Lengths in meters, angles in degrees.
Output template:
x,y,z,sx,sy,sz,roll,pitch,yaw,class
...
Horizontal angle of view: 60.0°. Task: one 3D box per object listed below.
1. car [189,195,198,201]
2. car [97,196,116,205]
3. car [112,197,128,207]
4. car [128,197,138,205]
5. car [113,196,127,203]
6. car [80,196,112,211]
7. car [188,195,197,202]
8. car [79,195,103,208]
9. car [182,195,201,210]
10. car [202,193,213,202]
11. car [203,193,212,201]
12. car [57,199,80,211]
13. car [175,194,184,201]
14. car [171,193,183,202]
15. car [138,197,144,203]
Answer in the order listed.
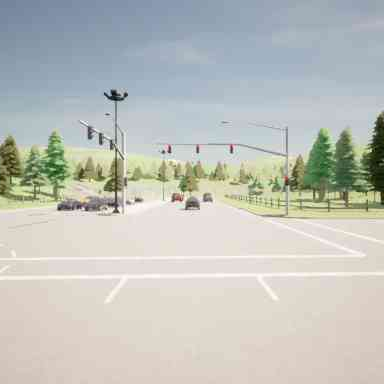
x,y,z,sx,sy,sz,roll,pitch,yaw,class
0.375,1.466,84.421,2.128,1.511,4.902,0,0,2,car
-14.991,1.491,58.563,2.128,1.511,4.902,0,0,0,car
-11.529,1.547,50.079,2.033,1.411,5.357,0,0,0,car
-11.495,1.601,59.664,1.895,1.301,4.718,0,0,1,car
-14.902,1.595,68.705,1.895,1.301,4.718,0,0,0,car
-11.543,1.505,40.341,1.837,1.490,4.892,0,0,0,car
0.143,1.475,74.151,1.882,1.535,5.008,0,0,1,car
-15.025,1.352,49.684,2.097,1.767,4.553,0,0,0,car
0.060,1.504,43.132,1.837,1.490,4.892,0,0,0,car
3.639,1.536,73.730,2.033,1.411,5.357,0,0,1,car
3.875,1.166,84.354,2.150,2.045,5.566,0,0,2,car
-15.031,1.564,41.177,1.994,1.385,4.181,0,0,1,car
-3.123,1.419,84.518,1.882,1.535,5.008,0,0,2,car
-3.361,1.221,73.773,2.150,2.045,5.566,0,0,1,car
-11.400,1.595,69.856,1.895,1.301,4.718,0,0,0,car
